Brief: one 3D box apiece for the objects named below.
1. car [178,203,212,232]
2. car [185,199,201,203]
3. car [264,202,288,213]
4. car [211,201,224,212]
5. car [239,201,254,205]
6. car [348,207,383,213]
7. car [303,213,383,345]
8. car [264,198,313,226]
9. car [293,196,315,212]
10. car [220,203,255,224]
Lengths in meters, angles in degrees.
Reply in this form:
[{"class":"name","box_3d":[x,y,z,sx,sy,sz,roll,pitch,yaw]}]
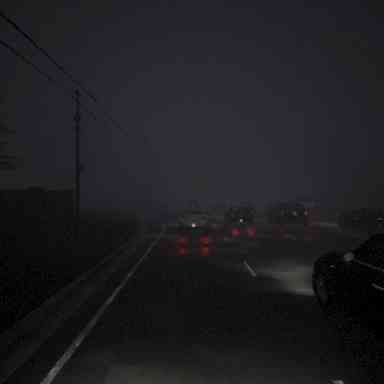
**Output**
[{"class":"car","box_3d":[0.087,1.705,21.405,1.812,1.442,4.674,0,0,0]},{"class":"car","box_3d":[0.101,1.723,43.769,2.097,1.767,4.553,0,-1,0]},{"class":"car","box_3d":[10.601,1.963,42.521,1.895,1.301,4.718,0,0,0]},{"class":"car","box_3d":[3.589,1.910,45.241,1.812,1.442,4.674,0,0,0]},{"class":"car","box_3d":[7.101,1.868,44.120,2.128,1.511,4.902,0,0,0]},{"class":"car","box_3d":[10.601,1.664,20.093,2.128,1.511,4.902,0,0,0]},{"class":"car","box_3d":[3.600,1.397,5.205,2.097,1.767,4.553,0,-1,0]},{"class":"car","box_3d":[7.101,1.564,25.093,2.097,1.767,4.553,0,-1,0]},{"class":"car","box_3d":[14.102,1.592,43.280,2.150,2.045,5.566,0,0,0]},{"class":"car","box_3d":[3.601,1.826,26.640,1.895,1.301,4.718,0,0,0]}]
